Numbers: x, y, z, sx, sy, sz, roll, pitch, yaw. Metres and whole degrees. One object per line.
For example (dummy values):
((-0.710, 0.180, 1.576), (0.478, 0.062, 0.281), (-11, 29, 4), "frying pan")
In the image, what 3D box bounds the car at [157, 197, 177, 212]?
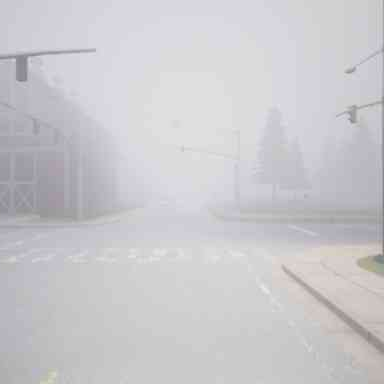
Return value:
((-3.584, 1.675, 45.863), (2.150, 2.045, 5.566), (0, 0, -1), "car")

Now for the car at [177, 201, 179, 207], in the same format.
((-3.516, 2.150, 63.057), (1.812, 1.442, 4.674), (0, -1, 1), "car")
